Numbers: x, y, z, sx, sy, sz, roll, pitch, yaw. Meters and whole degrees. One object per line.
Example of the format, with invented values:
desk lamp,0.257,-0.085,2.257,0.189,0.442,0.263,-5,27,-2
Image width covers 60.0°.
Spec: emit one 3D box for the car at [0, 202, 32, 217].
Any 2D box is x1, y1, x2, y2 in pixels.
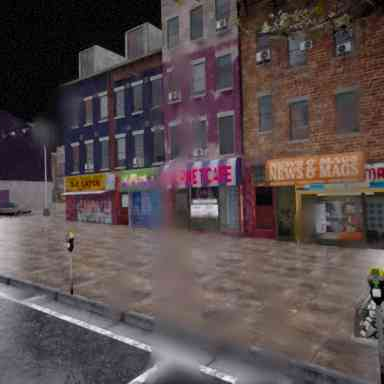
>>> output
car,-17.552,1.621,30.215,2.033,1.411,5.357,-2,-1,39
